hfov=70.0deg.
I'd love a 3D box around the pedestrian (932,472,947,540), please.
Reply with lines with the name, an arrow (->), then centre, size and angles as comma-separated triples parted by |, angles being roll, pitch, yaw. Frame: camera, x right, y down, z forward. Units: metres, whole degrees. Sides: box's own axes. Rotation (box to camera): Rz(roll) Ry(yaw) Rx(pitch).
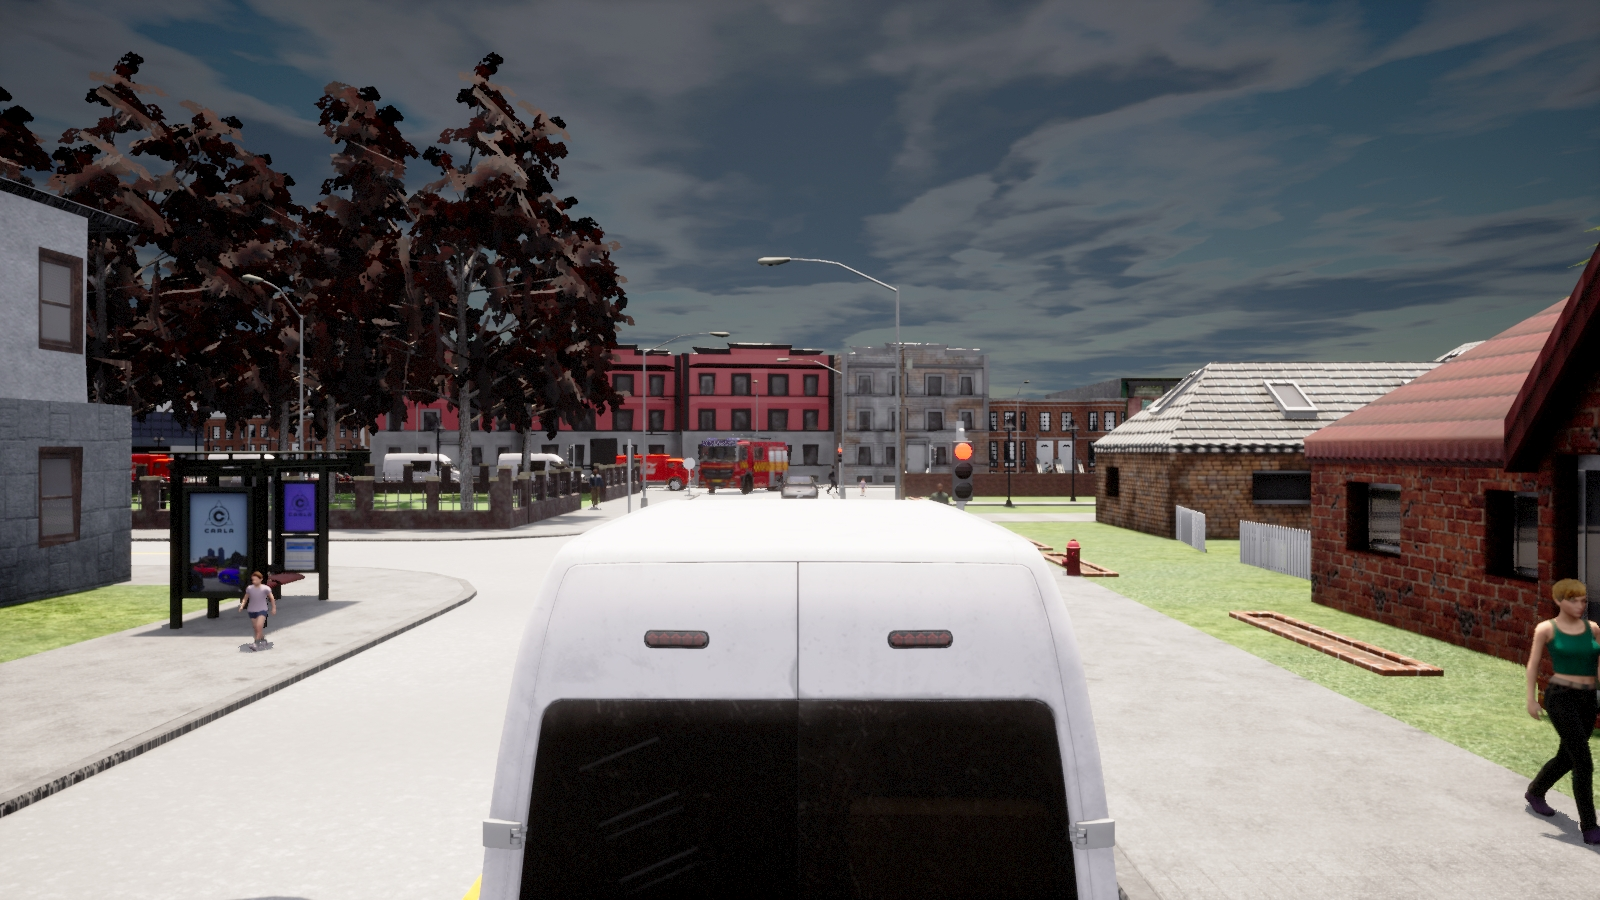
pedestrian -> 3.813, 1.523, 31.171 | 0.375, 1.860, 0.375 | 0, 0, 3

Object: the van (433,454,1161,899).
van -> -0.009, 1.315, 6.082 | 1.988, 2.561, 5.915 | 0, 0, 0

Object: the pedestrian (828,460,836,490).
pedestrian -> 1.980, 1.516, 69.816 | 0.375, 1.860, 0.375 | 0, 0, 21

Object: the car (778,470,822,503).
car -> -0.021, 1.827, 57.775 | 2.128, 1.511, 4.902 | 0, 0, 0

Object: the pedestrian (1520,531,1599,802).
pedestrian -> 5.437, 1.524, 8.149 | 0.375, 1.860, 0.375 | 0, 0, 4

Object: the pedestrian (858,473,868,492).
pedestrian -> 3.638, 1.898, 66.205 | 0.500, 1.100, 0.500 | 0, 0, -8

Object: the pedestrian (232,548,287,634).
pedestrian -> -7.310, 1.896, 15.462 | 0.500, 1.100, 0.500 | 0, 0, 2

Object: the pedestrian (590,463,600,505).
pedestrian -> -9.134, 1.526, 50.972 | 0.375, 1.860, 0.375 | 0, 0, -1

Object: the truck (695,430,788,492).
truck -> -3.690, 0.671, 74.761 | 2.891, 3.827, 8.468 | 0, 0, 21
